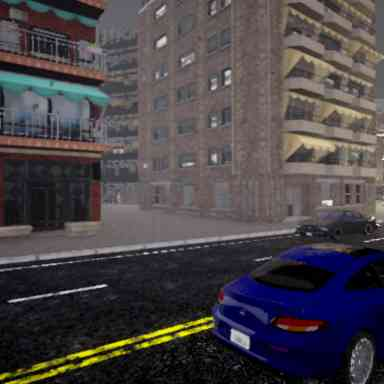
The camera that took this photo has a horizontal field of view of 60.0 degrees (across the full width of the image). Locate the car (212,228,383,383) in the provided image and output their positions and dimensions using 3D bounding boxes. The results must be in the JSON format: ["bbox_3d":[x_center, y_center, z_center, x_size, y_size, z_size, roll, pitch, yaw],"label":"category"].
[{"bbox_3d":[2.425,1.549,5.215,4.674,1.442,1.812,0,0,-36],"label":"car"}]

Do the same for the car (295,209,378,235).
[{"bbox_3d":[7.701,1.624,17.407,5.357,1.411,2.033,0,0,-37],"label":"car"}]
